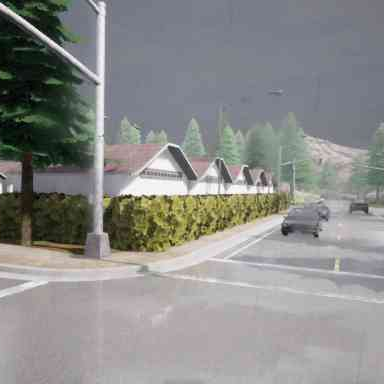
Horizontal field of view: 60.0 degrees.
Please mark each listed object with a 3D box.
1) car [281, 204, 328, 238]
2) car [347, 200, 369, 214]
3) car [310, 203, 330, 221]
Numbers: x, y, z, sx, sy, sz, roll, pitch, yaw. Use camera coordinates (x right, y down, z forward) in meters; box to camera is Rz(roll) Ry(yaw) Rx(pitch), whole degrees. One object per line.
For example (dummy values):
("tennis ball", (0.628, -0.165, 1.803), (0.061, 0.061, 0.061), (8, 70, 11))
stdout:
("car", (6.376, 1.620, 18.925), (2.033, 1.411, 5.357), (1, 0, 24))
("car", (19.148, 1.658, 38.308), (1.837, 1.490, 4.892), (1, 0, 23))
("car", (10.485, 1.644, 27.951), (1.994, 1.385, 4.181), (1, 0, 25))
